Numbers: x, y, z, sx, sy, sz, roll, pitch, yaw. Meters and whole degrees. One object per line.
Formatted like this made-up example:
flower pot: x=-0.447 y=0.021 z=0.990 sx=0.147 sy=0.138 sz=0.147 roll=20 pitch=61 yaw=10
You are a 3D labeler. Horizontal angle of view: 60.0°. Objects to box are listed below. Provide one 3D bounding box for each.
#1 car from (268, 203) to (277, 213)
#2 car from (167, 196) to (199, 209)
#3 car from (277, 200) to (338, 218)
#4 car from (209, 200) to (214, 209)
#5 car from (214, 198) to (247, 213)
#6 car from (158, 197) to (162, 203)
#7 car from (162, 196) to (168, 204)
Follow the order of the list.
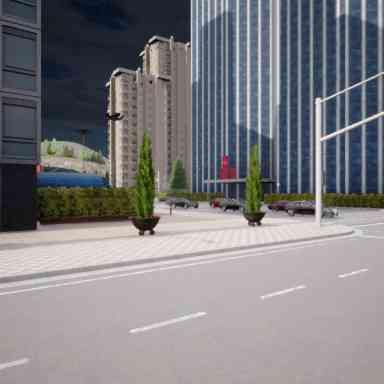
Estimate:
car: x=10.489 y=1.601 z=35.606 sx=1.895 sy=1.301 sz=4.718 roll=0 pitch=0 yaw=-36
car: x=-0.973 y=1.505 z=45.481 sx=1.837 sy=1.490 sz=4.892 roll=0 pitch=0 yaw=-36
car: x=10.495 y=1.491 z=29.644 sx=2.128 sy=1.511 sz=4.902 roll=0 pitch=0 yaw=-36
car: x=4.368 y=1.478 z=44.064 sx=1.882 sy=1.535 sz=5.008 roll=0 pitch=0 yaw=-36
car: x=5.081 y=1.491 z=37.109 sx=2.128 sy=1.511 sz=4.902 roll=0 pitch=0 yaw=-36
car: x=-5.345 y=1.498 z=69.719 sx=2.128 sy=1.511 sz=4.902 roll=0 pitch=0 yaw=-36
car: x=-2.187 y=1.548 z=53.147 sx=2.033 sy=1.411 sz=5.357 roll=0 pitch=0 yaw=-36
